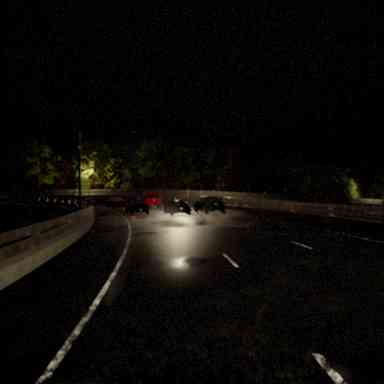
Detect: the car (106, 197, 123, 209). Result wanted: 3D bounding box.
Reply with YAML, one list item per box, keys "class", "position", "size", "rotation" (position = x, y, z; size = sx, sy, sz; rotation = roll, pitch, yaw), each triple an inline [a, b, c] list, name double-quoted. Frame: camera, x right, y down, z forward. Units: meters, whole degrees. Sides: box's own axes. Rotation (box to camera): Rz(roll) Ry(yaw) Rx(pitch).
- class: "car"
  position: [-10.393, 1.420, 45.366]
  size: [1.882, 1.535, 5.008]
  rotation: [-1, 0, -26]

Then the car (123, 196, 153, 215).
- class: "car"
  position: [-5.438, 1.460, 33.024]
  size: [1.812, 1.442, 4.674]
  rotation: [-1, 0, -18]

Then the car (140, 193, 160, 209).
- class: "car"
  position: [-5.786, 1.122, 43.793]
  size: [2.150, 2.045, 5.566]
  rotation: [-1, 1, -24]

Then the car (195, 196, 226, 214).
- class: "car"
  position: [1.691, 1.203, 33.670]
  size: [2.097, 1.767, 4.553]
  rotation: [-1, 0, -17]

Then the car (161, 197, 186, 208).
- class: "car"
  position: [-2.585, 1.421, 45.167]
  size: [1.994, 1.385, 4.181]
  rotation: [-1, 0, -24]

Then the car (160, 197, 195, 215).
- class: "car"
  position: [-1.505, 1.457, 32.193]
  size: [1.994, 1.385, 4.181]
  rotation: [-1, 0, -16]
